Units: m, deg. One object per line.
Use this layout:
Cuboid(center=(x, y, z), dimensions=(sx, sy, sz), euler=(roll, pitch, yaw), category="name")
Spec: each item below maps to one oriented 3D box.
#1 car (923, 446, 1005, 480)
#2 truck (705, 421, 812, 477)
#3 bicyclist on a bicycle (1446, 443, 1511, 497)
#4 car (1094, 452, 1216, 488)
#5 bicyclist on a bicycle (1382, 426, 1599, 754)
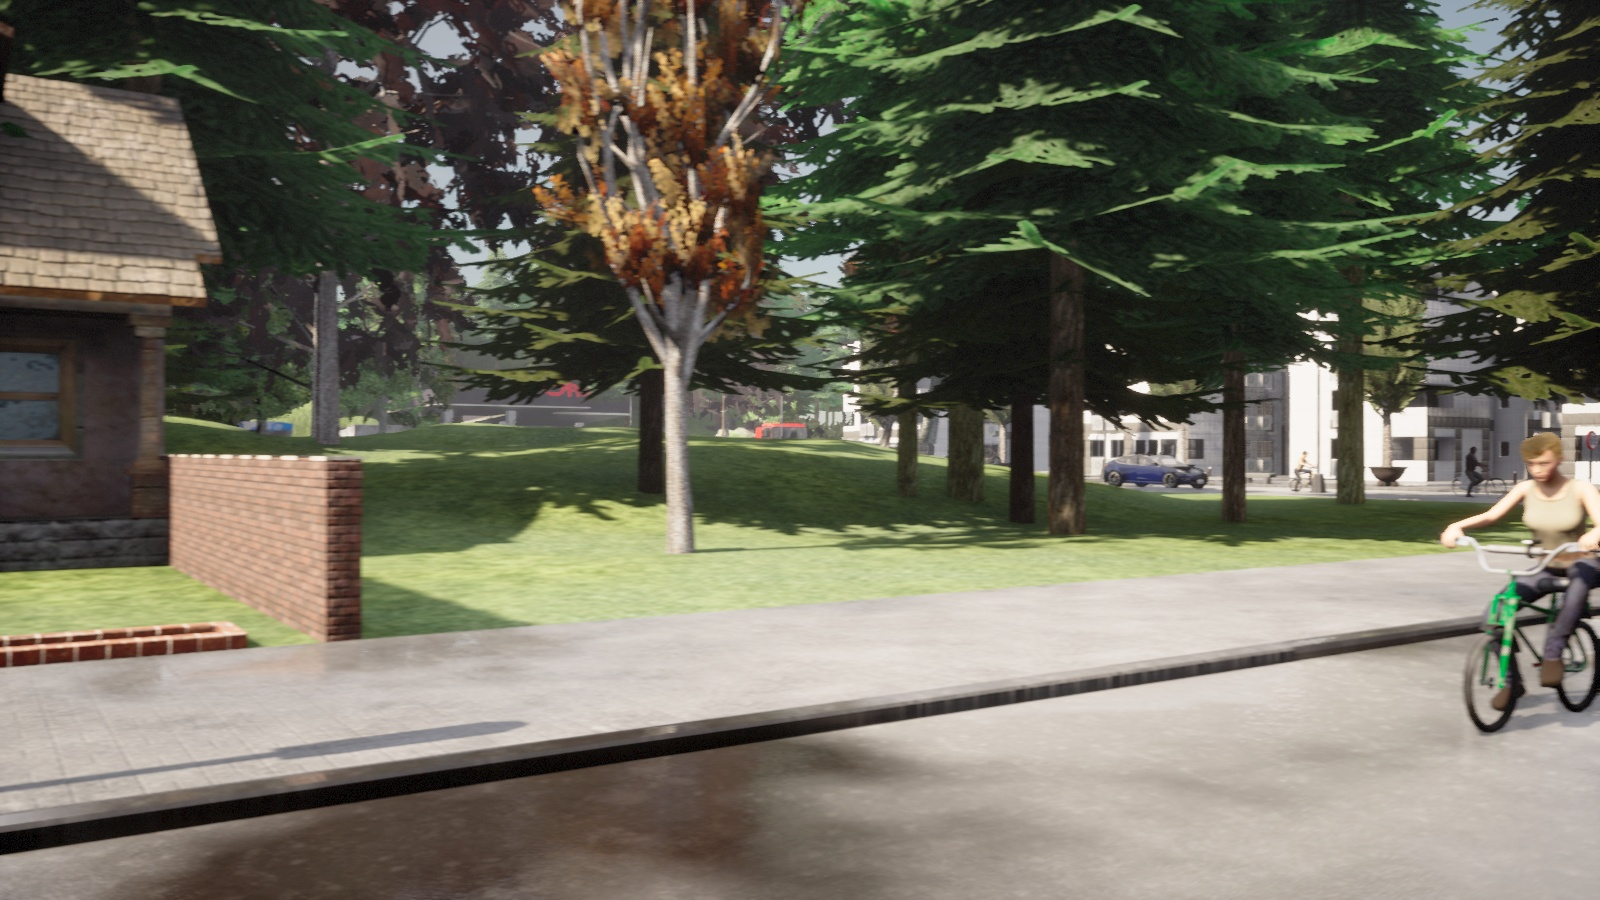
Cuboid(center=(9.129, 0.707, 70.210), dimensions=(1.932, 1.855, 4.605), euler=(0, 0, -34), category="car")
Cuboid(center=(-2.774, -0.043, 80.912), dimensions=(2.891, 3.462, 7.936), euler=(0, 0, -36), category="truck")
Cuboid(center=(22.959, 0.668, 42.531), dimensions=(0.659, 1.776, 1.843), euler=(0, 0, -34), category="bicyclist on a bicycle")
Cuboid(center=(15.191, 0.840, 54.028), dimensions=(2.163, 1.488, 4.792), euler=(0, 0, -34), category="car")
Cuboid(center=(4.062, 0.689, 6.957), dimensions=(1.509, 1.612, 0.866), euler=(0, 0, -34), category="bicyclist on a bicycle")
